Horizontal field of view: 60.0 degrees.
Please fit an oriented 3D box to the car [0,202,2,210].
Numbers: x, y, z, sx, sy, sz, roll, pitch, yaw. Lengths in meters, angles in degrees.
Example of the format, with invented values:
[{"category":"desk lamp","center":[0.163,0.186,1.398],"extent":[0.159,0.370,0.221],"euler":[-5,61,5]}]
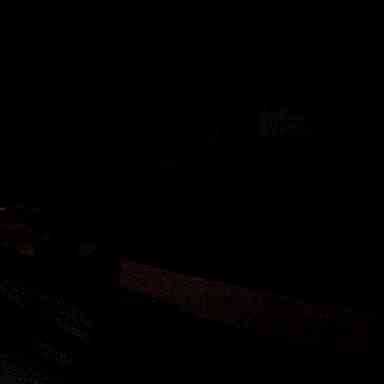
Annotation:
[{"category":"car","center":[-23.191,1.385,37.594],"extent":[2.128,1.511,4.902],"euler":[0,0,-10]}]
